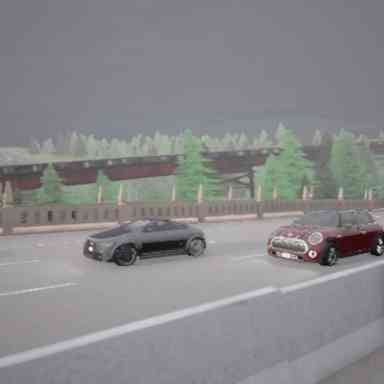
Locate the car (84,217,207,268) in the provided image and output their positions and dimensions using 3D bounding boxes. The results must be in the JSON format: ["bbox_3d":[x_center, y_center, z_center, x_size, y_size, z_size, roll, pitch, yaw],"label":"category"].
[{"bbox_3d":[-1.514,1.593,11.510,4.181,1.385,1.994,0,0,-36],"label":"car"}]

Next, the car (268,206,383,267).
[{"bbox_3d":[4.770,1.395,11.693,4.553,1.767,2.097,0,0,-35],"label":"car"}]
